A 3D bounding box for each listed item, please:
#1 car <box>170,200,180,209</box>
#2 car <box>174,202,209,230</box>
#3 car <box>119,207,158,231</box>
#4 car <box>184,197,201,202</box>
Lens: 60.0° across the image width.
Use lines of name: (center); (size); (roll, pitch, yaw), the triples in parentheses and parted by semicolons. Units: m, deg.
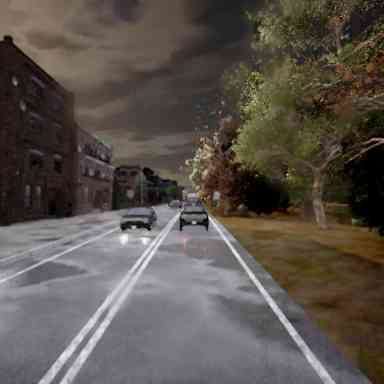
car: (-3.048, 2.243, 63.207); (2.097, 1.767, 4.553); (0, -1, 1)
car: (0.134, 1.625, 22.222); (2.128, 1.511, 4.902); (0, -1, 0)
car: (-3.318, 1.675, 21.713); (2.033, 1.411, 5.357); (0, -1, 0)
car: (0.201, 1.638, 41.837); (2.150, 2.045, 5.566); (0, -1, 0)
